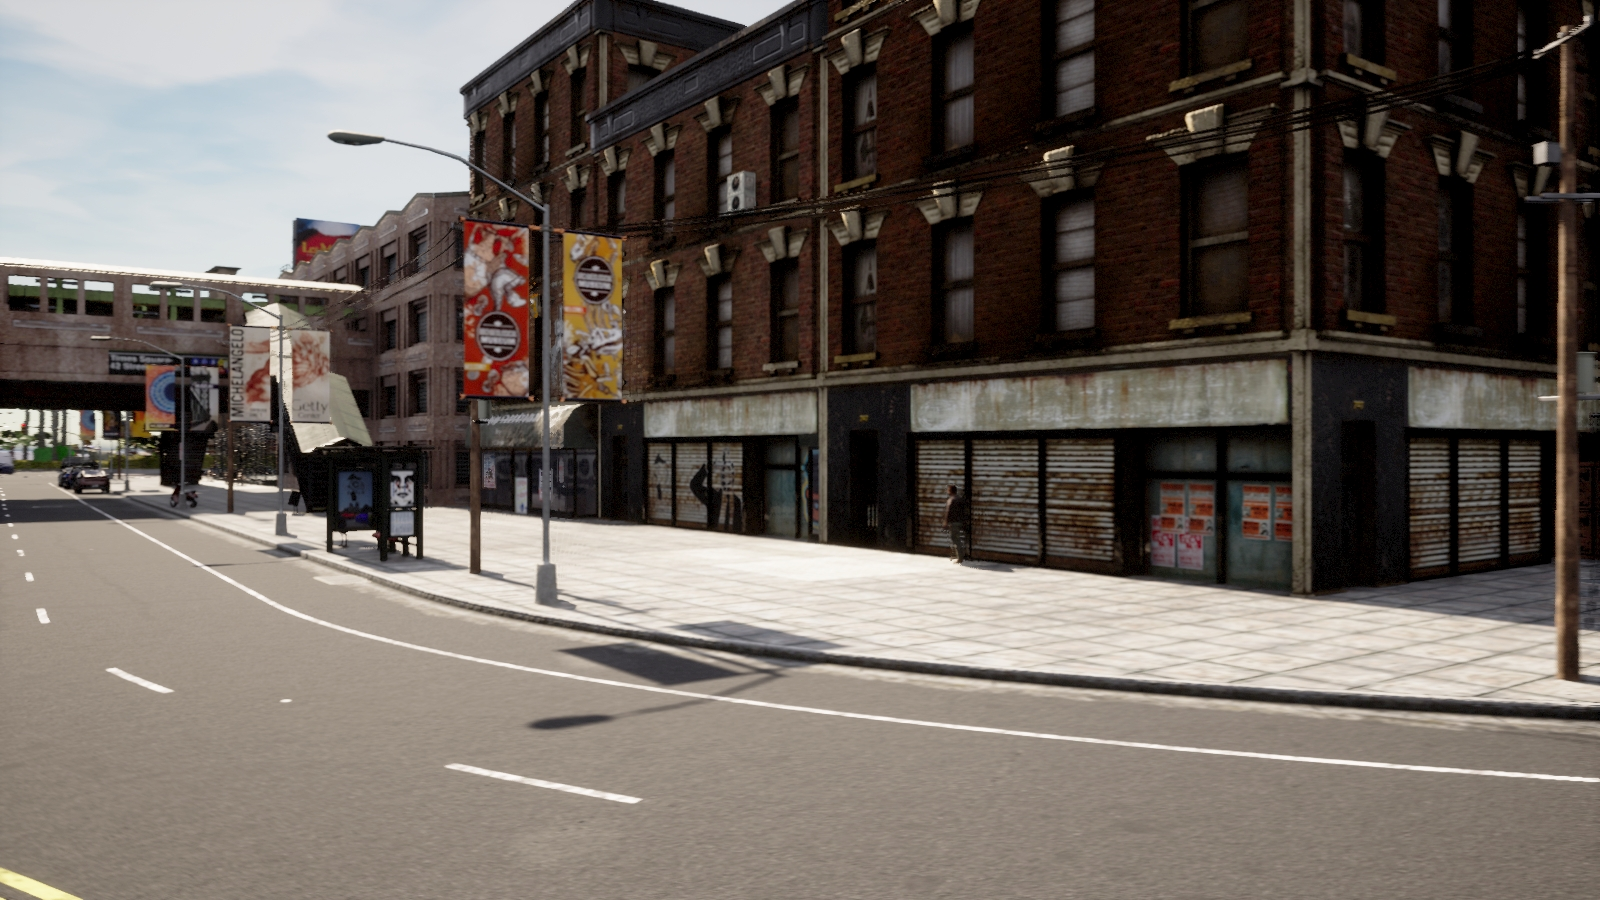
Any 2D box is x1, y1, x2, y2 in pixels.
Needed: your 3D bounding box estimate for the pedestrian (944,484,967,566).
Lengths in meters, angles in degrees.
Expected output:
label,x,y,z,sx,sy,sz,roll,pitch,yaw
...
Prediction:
label,x,y,z,sx,sy,sz,roll,pitch,yaw
pedestrian,3.604,1.716,26.417,0.375,1.860,0.375,0,0,-40
